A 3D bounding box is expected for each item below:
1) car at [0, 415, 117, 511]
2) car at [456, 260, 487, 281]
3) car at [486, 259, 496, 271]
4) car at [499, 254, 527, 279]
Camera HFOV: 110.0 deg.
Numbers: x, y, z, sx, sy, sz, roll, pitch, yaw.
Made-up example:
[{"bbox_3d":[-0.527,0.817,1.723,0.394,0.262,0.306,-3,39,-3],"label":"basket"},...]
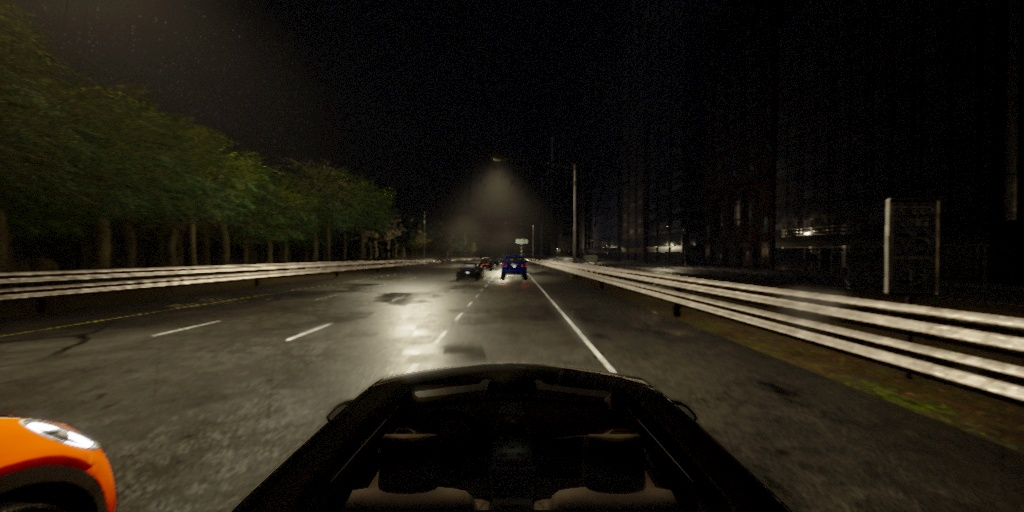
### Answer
[{"bbox_3d":[-3.512,1.081,0.296,2.097,1.767,4.553,0,0,0],"label":"car"},{"bbox_3d":[-3.458,1.287,30.008,1.994,1.385,4.181,0,0,0],"label":"car"},{"bbox_3d":[-3.466,1.238,48.028,1.837,1.490,4.892,0,0,0],"label":"car"},{"bbox_3d":[0.183,0.966,32.550,2.150,2.045,5.566,0,0,0],"label":"car"}]
